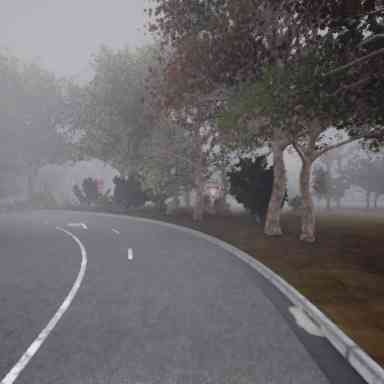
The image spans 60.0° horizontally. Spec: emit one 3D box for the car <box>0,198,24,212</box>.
[{"bbox_3d":[-21.604,1.509,38.320,4.892,1.490,1.837,0,0,25],"label":"car"}]
